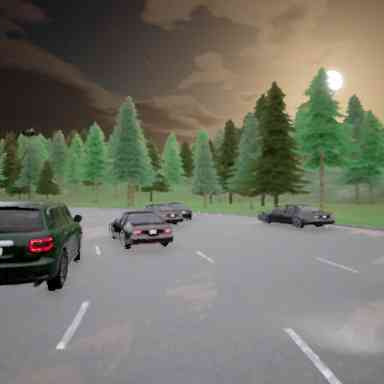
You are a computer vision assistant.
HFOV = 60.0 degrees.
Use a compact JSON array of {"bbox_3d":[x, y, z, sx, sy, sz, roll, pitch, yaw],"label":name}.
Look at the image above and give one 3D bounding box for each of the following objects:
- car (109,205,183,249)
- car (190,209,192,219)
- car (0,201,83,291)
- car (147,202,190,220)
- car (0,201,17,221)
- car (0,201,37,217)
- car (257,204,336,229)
[{"bbox_3d":[-2.408,1.546,14.768,2.033,1.411,5.357,0,0,-22],"label":"car"},{"bbox_3d":[-1.788,1.542,27.375,1.994,1.385,4.181,0,0,-36],"label":"car"},{"bbox_3d":[-4.335,1.241,8.989,2.150,2.045,5.566,0,0,-12],"label":"car"},{"bbox_3d":[-2.609,1.537,22.948,2.033,1.411,5.357,0,0,-33],"label":"car"},{"bbox_3d":[-17.110,1.581,28.268,4.902,1.511,2.128,0,0,37],"label":"car"},{"bbox_3d":[-18.221,1.639,33.385,5.357,1.411,2.033,0,0,28],"label":"car"},{"bbox_3d":[6.432,1.473,21.175,2.033,1.411,5.357,0,0,-26],"label":"car"}]
